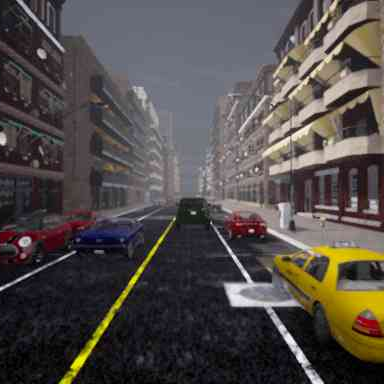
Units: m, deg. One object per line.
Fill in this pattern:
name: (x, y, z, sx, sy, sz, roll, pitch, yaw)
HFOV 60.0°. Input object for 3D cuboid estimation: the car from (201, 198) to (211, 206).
car: (2.640, 1.814, 62.492, 1.752, 1.417, 4.829, 0, 0, 0)

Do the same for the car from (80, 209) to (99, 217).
car: (-5.703, 1.626, 17.230, 1.887, 1.381, 4.507, 0, 0, 0)

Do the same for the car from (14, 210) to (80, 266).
car: (-5.699, 1.495, 11.593, 1.967, 1.590, 4.097, 0, 0, 0)

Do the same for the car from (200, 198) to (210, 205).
car: (2.635, 1.879, 67.958, 1.947, 1.339, 4.313, 0, 0, 0)

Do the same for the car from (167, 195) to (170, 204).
car: (-5.742, 1.838, 62.319, 2.008, 1.369, 4.403, 0, 0, 0)

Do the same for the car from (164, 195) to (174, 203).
car: (-5.759, 1.704, 84.865, 2.192, 1.841, 5.009, 0, 0, 0)

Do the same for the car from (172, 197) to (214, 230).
car: (0.078, 1.328, 22.184, 2.150, 2.045, 5.566, 0, 0, 0)

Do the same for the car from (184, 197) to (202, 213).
car: (0.065, 1.543, 41.118, 2.097, 1.767, 4.553, 0, 0, 0)

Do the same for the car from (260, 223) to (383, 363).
car: (2.686, 1.555, 6.130, 1.752, 1.417, 4.829, 0, 0, 0)

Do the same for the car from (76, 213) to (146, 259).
car: (-3.011, 1.662, 13.025, 1.895, 1.301, 4.718, 0, 0, 0)

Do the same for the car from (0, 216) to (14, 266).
car: (-5.693, 1.344, 5.958, 2.192, 1.841, 5.009, 0, 0, 0)

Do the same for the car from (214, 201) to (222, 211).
car: (2.658, 1.736, 39.777, 2.008, 1.369, 4.403, 0, 0, 0)

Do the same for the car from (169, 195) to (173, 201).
car: (-5.751, 1.883, 73.591, 1.887, 1.381, 4.507, 0, 0, 0)

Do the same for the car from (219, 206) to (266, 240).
car: (2.677, 1.626, 17.233, 1.887, 1.381, 4.507, 0, 0, 0)

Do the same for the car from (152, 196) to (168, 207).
car: (-5.736, 1.813, 56.682, 2.008, 1.369, 4.403, 0, 0, 0)
